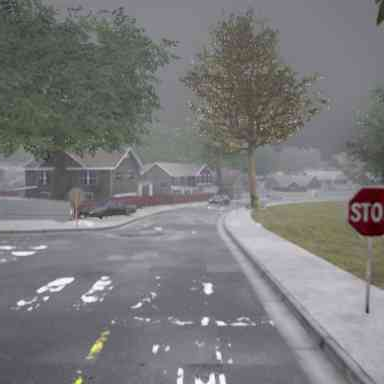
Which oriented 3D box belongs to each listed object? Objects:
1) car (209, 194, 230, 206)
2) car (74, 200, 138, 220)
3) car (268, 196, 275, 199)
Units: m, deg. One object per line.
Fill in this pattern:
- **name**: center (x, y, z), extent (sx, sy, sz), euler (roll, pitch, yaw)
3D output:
- **car**: center (4.068, 1.142, 49.147), extent (2.097, 1.767, 4.553), euler (1, 1, 23)
- **car**: center (-6.395, 1.301, 25.575), extent (2.033, 1.411, 5.357), euler (0, 0, 28)
- **car**: center (17.986, 1.014, 71.406), extent (1.994, 1.385, 4.181), euler (3, 2, 42)
